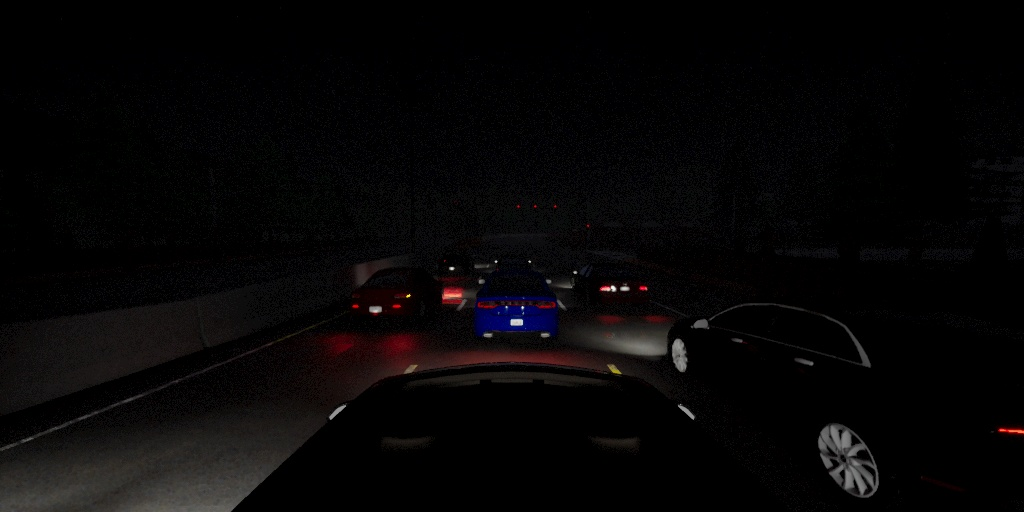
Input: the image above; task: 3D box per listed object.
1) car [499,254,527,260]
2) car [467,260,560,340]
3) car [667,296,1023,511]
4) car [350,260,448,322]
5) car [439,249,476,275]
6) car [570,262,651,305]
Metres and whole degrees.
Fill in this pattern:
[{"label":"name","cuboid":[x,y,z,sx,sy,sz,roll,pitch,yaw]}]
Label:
[{"label":"car","cuboid":[0.055,0.606,19.294,2.033,1.411,5.357,0,4,0]},{"label":"car","cuboid":[0.089,1.078,9.587,1.882,1.535,5.008,0,2,0]},{"label":"car","cuboid":[3.599,1.232,4.301,1.837,1.490,4.892,0,-1,0]},{"label":"car","cuboid":[-3.417,1.061,11.253,1.812,1.442,4.674,0,3,0]},{"label":"car","cuboid":[-3.462,0.302,22.995,1.837,1.490,4.892,0,4,0]},{"label":"car","cuboid":[3.577,0.955,13.914,2.033,1.411,5.357,0,3,0]}]
